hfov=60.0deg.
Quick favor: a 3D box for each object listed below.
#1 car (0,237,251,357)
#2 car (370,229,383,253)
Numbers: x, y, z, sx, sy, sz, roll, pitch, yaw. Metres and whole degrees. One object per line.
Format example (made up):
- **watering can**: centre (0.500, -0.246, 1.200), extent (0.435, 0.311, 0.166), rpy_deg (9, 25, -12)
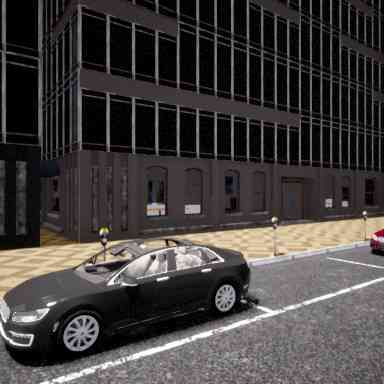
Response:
- **car**: centre (-0.879, 1.551, 5.926), extent (4.403, 1.369, 2.008), rpy_deg (0, 0, -35)
- **car**: centre (8.403, 1.582, 12.517), extent (4.206, 1.307, 1.802), rpy_deg (0, 0, -35)
